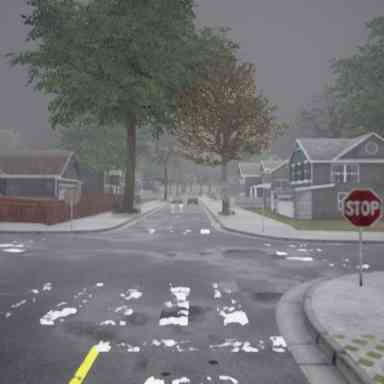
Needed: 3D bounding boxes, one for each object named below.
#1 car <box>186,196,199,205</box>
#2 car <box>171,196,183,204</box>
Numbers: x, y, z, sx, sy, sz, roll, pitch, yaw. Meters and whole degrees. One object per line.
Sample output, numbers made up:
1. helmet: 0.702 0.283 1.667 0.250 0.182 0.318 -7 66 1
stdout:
1. car: 0.090 1.453 56.095 1.837 1.490 4.892 0 0 0
2. car: -2.652 1.449 60.690 1.837 1.490 4.892 0 0 0
